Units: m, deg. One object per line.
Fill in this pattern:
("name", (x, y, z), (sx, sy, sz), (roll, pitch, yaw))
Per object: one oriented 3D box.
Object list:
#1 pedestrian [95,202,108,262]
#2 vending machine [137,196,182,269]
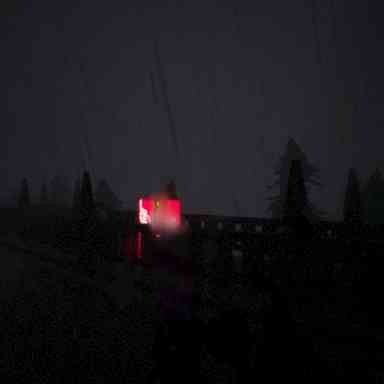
("pedestrian", (-2.710, 1.141, 9.873), (0.375, 1.860, 0.375), (0, 0, 41))
("vending machine", (-1.009, 1.195, 10.380), (0.880, 2.100, 1.100), (0, 0, 41))
